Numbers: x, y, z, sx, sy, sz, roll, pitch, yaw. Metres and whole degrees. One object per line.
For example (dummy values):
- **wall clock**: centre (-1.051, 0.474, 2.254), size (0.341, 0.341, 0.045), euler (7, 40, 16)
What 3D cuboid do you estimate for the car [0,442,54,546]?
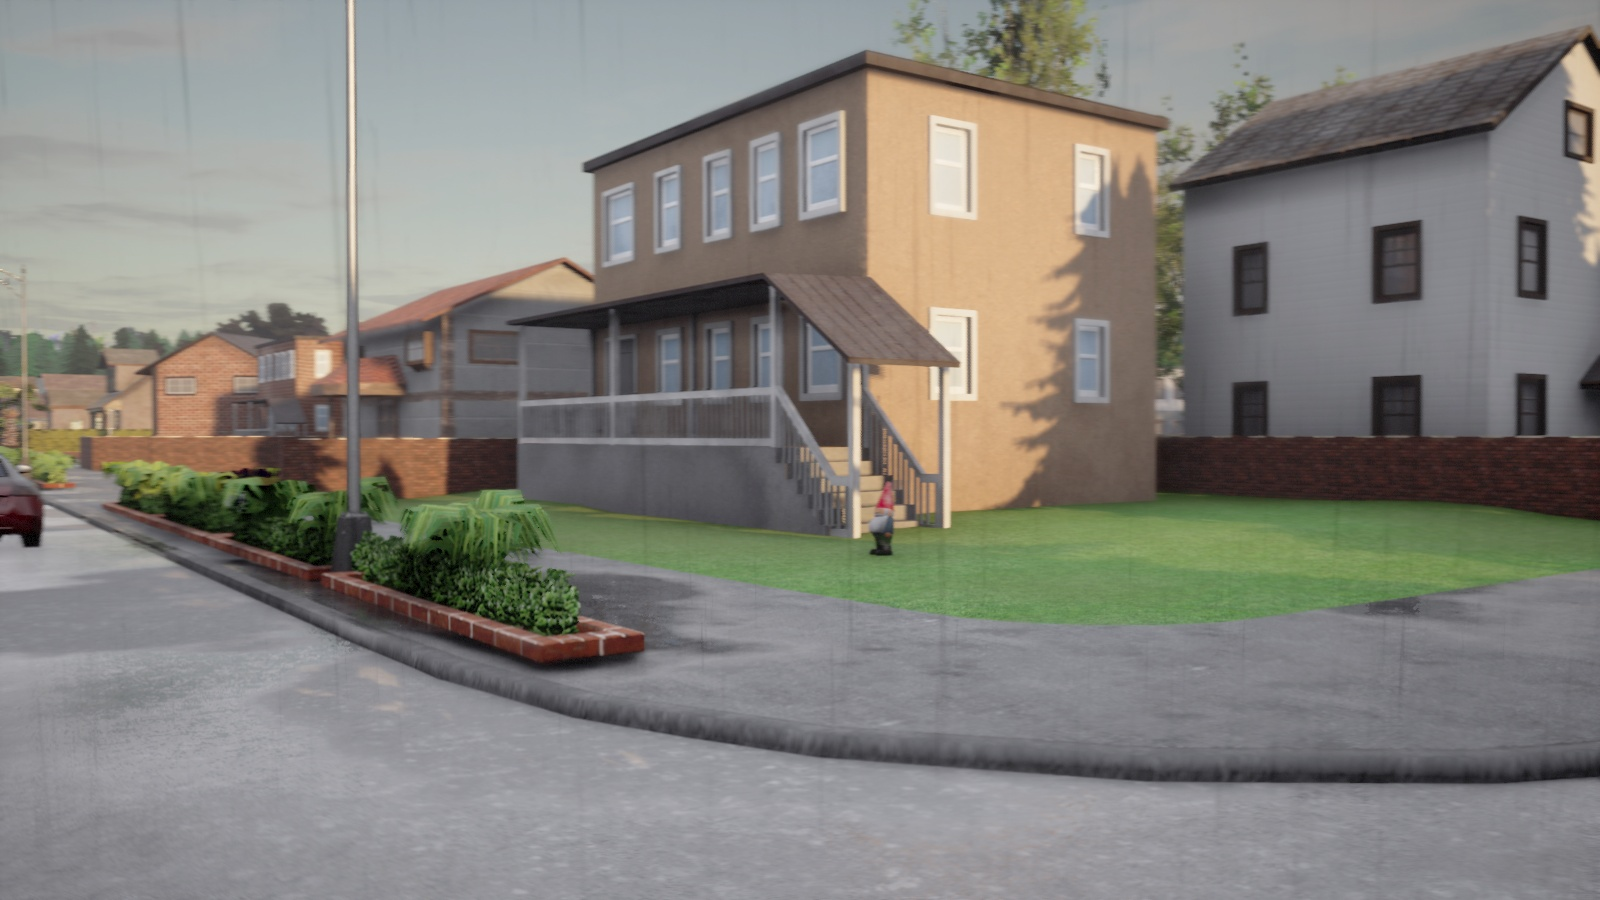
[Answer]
- **car**: centre (-12.447, 0.590, 18.655), size (1.994, 1.385, 4.181), euler (0, 1, -36)
